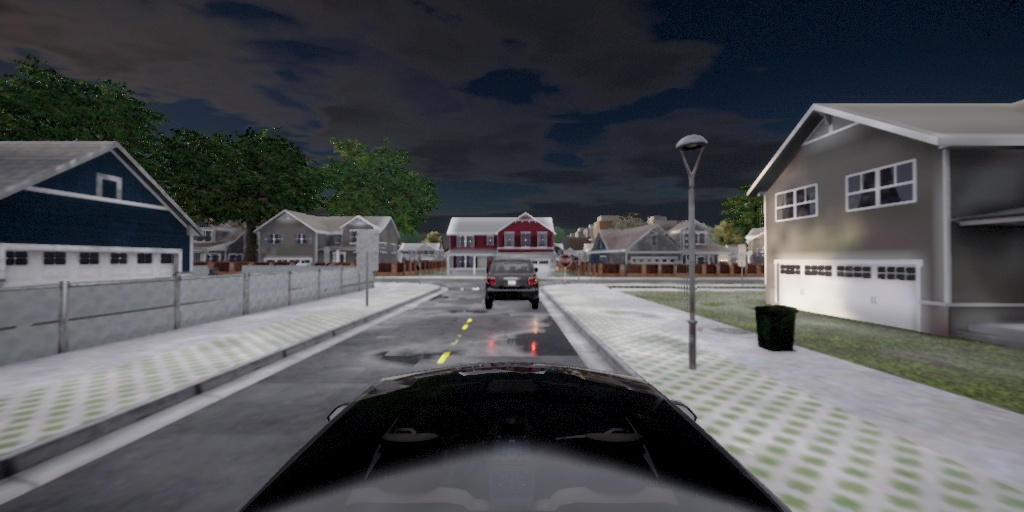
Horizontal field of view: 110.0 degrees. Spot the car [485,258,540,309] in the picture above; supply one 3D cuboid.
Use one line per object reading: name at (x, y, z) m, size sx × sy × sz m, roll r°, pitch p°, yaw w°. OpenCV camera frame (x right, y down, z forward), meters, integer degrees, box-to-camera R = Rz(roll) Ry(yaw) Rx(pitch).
car at (0.002, 1.100, 15.909) m, size 2.150 × 2.045 × 5.566 m, roll 0°, pitch 0°, yaw 0°
